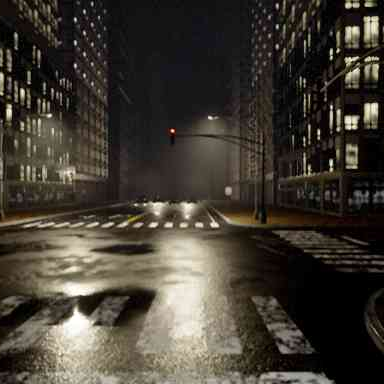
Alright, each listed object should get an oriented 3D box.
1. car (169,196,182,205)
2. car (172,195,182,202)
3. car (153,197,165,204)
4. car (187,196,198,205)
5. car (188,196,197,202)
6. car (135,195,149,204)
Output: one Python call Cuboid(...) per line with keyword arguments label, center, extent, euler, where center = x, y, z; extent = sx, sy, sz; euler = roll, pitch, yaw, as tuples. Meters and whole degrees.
Cuboid(label="car", center=(-3.179, 1.576, 60.053), extent=(2.033, 1.411, 5.357), euler=(0, 0, 0))
Cuboid(label="car", center=(-3.167, 1.440, 70.471), extent=(1.994, 1.385, 4.181), euler=(0, 0, 0))
Cuboid(label="car", center=(-6.424, 1.604, 64.642), extent=(1.994, 1.385, 4.181), euler=(0, 0, 0))
Cuboid(label="car", center=(0.071, 1.577, 60.466), extent=(2.033, 1.411, 5.357), euler=(0, 0, 0))
Cuboid(label="car", center=(0.084, 1.500, 70.914), extent=(1.895, 1.301, 4.718), euler=(0, 0, 0))
Cuboid(label="car", center=(-9.674, 1.392, 64.675), extent=(2.097, 1.767, 4.553), euler=(0, 0, 0))
